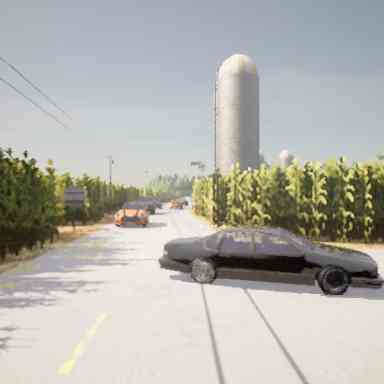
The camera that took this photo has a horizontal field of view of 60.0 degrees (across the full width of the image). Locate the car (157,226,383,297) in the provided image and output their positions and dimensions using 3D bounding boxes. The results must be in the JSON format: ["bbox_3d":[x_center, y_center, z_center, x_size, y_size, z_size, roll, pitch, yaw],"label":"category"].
[{"bbox_3d":[1.815,1.616,8.674,5.357,1.411,2.033,0,0,18],"label":"car"}]

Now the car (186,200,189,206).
[{"bbox_3d":[-1.761,2.064,65.958,2.033,1.411,5.357,0,0,4],"label":"car"}]

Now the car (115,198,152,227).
[{"bbox_3d":[-4.269,1.545,24.205,2.097,1.767,4.553,0,-1,-4],"label":"car"}]

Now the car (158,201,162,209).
[{"bbox_3d":[-5.775,1.968,51.513,1.994,1.385,4.181,0,0,1],"label":"car"}]

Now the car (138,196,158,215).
[{"bbox_3d":[-5.384,1.524,38.277,2.150,2.045,5.566,0,-1,-4],"label":"car"}]

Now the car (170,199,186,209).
[{"bbox_3d":[-2.377,1.888,52.336,1.882,1.535,5.008,0,-1,1],"label":"car"}]
